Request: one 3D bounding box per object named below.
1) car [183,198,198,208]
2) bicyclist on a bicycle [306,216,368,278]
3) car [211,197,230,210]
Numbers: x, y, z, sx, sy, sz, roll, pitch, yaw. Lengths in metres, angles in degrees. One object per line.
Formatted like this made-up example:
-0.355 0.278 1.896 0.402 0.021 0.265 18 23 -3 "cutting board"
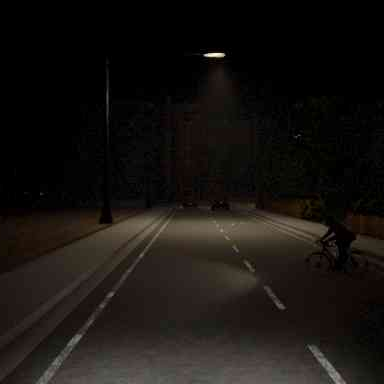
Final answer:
-0.248 1.588 47.105 1.994 1.385 4.181 0 -1 -3 "car"
3.789 1.443 8.731 1.656 1.620 0.582 -1 0 0 "bicyclist on a bicycle"
3.510 1.347 41.896 2.097 1.767 4.553 0 0 0 "car"
